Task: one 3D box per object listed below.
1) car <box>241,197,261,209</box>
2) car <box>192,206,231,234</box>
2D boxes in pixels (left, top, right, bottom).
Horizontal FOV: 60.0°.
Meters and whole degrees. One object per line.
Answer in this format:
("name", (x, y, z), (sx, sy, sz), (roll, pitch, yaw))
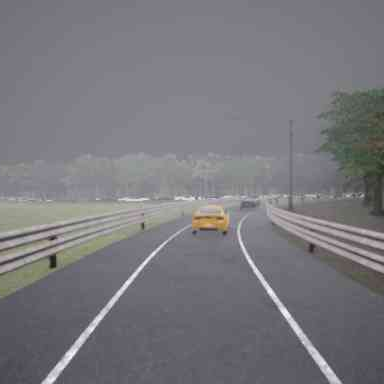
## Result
("car", (7.885, 1.466, 44.393), (1.882, 1.535, 5.008), (0, 0, 22))
("car", (1.215, 1.542, 19.707), (1.882, 1.535, 5.008), (0, 0, 9))
